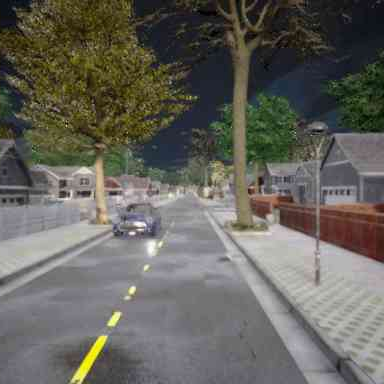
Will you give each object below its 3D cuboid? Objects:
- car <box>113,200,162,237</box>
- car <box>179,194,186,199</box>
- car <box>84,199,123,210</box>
[{"bbox_3d":[-2.844,1.380,18.071,2.097,1.767,4.553,0,0,0],"label":"car"},{"bbox_3d":[-2.736,1.323,95.014,1.895,1.301,4.718,0,0,0],"label":"car"},{"bbox_3d":[-12.101,1.697,45.544,4.892,1.490,1.837,0,0,-1],"label":"car"}]
